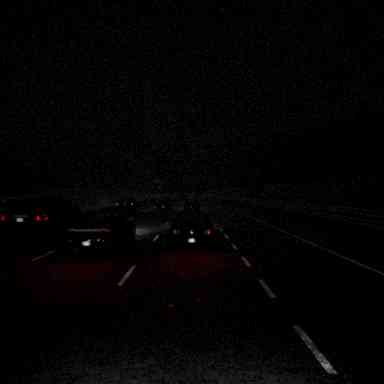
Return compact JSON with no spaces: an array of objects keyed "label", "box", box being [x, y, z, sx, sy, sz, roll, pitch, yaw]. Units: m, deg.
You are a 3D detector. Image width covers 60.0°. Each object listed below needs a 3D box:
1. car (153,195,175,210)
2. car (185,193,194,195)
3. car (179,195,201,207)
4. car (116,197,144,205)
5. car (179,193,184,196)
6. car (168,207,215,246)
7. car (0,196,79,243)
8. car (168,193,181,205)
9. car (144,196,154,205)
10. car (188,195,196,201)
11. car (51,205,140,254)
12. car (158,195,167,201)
[{"label":"car","box":[-3.523,1.484,43.140,1.837,1.490,4.892,0,0,0]},{"label":"car","box":[-0.034,1.443,63.845,1.882,1.535,5.008,0,0,0]},{"label":"car","box":[-0.022,1.474,37.747,2.128,1.511,4.902,0,0,0]},{"label":"car","box":[-7.023,1.335,36.772,2.097,1.767,4.553,0,0,0]},{"label":"car","box":[-3.544,1.503,80.981,2.033,1.411,5.357,0,0,0]},{"label":"car","box":[-0.009,1.604,15.260,1.895,1.301,4.718,0,0,0]},{"label":"car","box":[-7.009,1.225,16.211,2.150,2.045,5.566,0,0,0]},{"label":"car","box":[-3.532,1.444,60.244,1.882,1.535,5.008,0,0,0]},{"label":"car","box":[-7.031,1.460,55.735,2.128,1.511,4.902,0,0,0]},{"label":"car","box":[-0.044,1.488,80.984,1.812,1.442,4.674,0,0,0]},{"label":"car","box":[-3.509,1.495,13.458,2.128,1.511,4.902,0,0,0]},{"label":"car","box":[-7.044,1.488,80.982,1.812,1.442,4.674,0,0,0]}]
